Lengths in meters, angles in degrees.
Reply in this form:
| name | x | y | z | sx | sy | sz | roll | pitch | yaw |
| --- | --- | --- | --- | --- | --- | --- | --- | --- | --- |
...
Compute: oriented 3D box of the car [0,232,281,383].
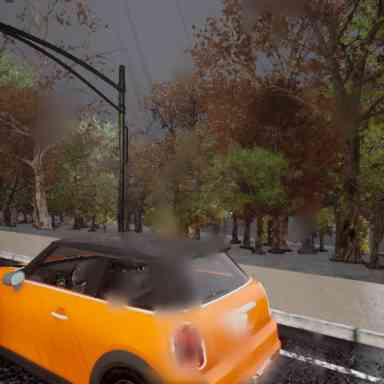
| name | x | y | z | sx | sy | sz | roll | pitch | yaw |
| --- | --- | --- | --- | --- | --- | --- | --- | --- | --- |
| car | -1.239 | 1.351 | 4.581 | 4.553 | 1.767 | 2.097 | 0 | 0 | 36 |
